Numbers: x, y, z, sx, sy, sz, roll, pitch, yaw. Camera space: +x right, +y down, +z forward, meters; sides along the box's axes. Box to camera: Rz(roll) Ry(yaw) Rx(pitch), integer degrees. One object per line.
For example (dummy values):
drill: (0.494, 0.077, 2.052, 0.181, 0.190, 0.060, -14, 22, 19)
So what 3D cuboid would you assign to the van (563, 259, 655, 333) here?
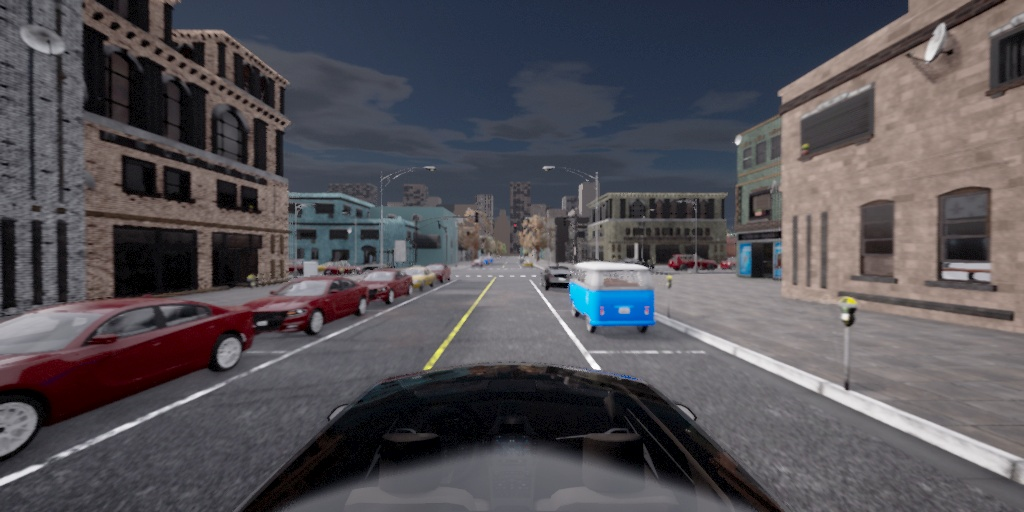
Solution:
van: (2.691, 1.076, 10.424, 1.690, 1.789, 3.998, 0, 0, 0)

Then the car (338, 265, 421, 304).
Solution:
car: (-5.692, 1.271, 15.965, 1.888, 1.381, 4.507, 0, 0, 0)

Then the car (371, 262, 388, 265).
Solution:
car: (-18.203, 1.398, 47.382, 4.313, 1.339, 1.948, 0, 0, -1)

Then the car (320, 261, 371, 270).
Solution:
car: (-18.081, 1.360, 39.036, 4.097, 1.591, 1.967, 0, 0, -1)

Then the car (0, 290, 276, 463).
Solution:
car: (-5.688, 1.290, 4.877, 1.888, 1.381, 4.507, 0, 0, 0)

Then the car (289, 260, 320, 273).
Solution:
car: (-23.734, 1.302, 38.933, 5.009, 1.841, 2.192, 0, 0, -1)

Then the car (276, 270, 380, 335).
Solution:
car: (-5.690, 1.280, 10.421, 1.888, 1.381, 4.507, 0, 0, 0)

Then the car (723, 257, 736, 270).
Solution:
car: (25.478, 0.835, 39.795, 4.097, 1.591, 1.967, 0, 0, -1)

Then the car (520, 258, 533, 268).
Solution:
car: (2.676, 1.173, 59.745, 1.751, 1.417, 4.829, 0, 0, 0)

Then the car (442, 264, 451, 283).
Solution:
car: (-5.694, 1.251, 27.053, 1.888, 1.381, 4.507, 0, 0, 0)

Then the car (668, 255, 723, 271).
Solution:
car: (19.936, 0.777, 39.694, 5.009, 1.841, 2.192, 0, 0, -1)

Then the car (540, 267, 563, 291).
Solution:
car: (2.688, 1.281, 21.512, 1.948, 1.339, 4.313, 0, 0, 0)

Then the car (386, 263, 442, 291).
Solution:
car: (-5.694, 1.241, 21.339, 1.751, 1.417, 4.829, 0, 0, 0)

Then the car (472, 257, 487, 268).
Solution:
car: (-5.704, 1.230, 59.572, 1.802, 1.307, 4.207, 0, 0, 0)
